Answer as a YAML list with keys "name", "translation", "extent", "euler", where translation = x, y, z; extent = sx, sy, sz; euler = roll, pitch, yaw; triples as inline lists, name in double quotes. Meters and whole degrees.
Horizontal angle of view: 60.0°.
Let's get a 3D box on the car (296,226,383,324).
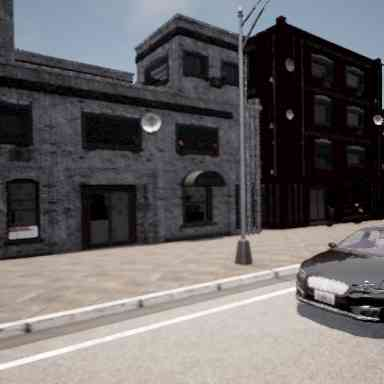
- name: "car"
  translation: [4.210, 1.491, 6.955]
  extent: [4.902, 1.511, 2.128]
  euler: [0, 0, -35]
